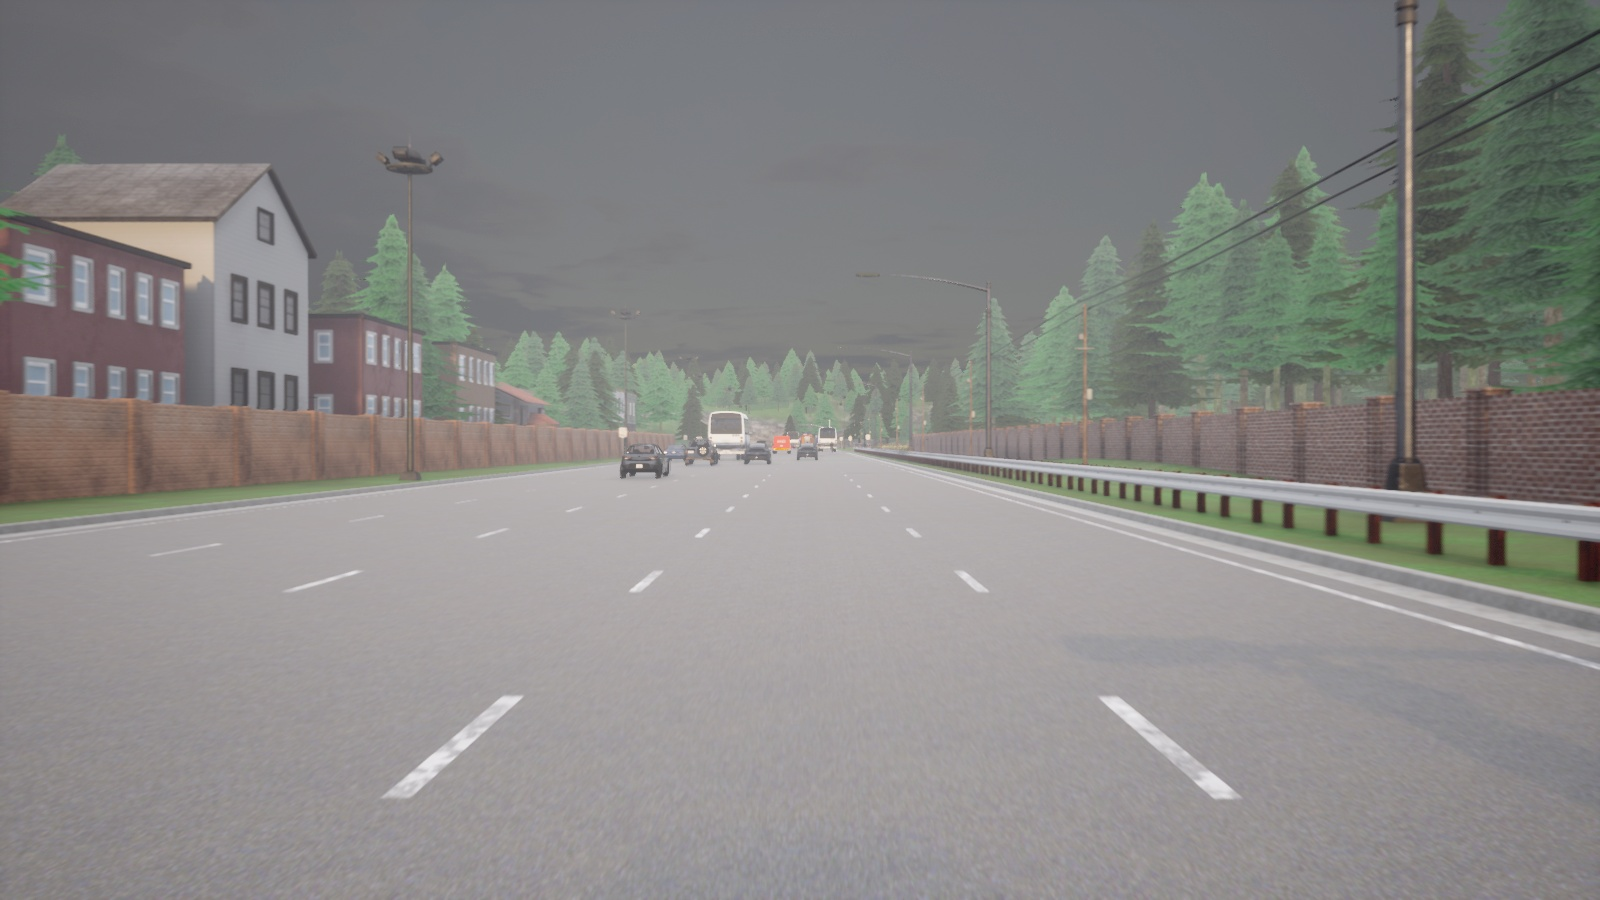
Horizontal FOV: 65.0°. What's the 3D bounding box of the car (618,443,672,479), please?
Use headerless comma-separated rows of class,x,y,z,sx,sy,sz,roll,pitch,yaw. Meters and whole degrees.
car,-6.676,0.452,54.380,1.816,1.474,4.193,0,0,0

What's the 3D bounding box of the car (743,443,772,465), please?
car,-2.980,0.254,88.878,1.837,1.490,4.892,0,0,0

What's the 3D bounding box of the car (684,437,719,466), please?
car,-6.512,0.094,83.254,1.932,1.855,4.605,0,0,0
